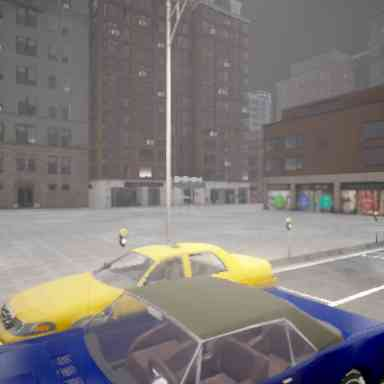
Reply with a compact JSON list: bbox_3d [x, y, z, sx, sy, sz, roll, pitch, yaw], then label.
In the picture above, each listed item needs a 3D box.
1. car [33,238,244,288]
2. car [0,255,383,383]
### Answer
[{"bbox_3d":[-0.598,1.525,5.762,4.829,1.417,1.752,0,0,-36],"label":"car"},{"bbox_3d":[-0.210,1.601,2.961,4.718,1.301,1.895,0,0,-34],"label":"car"}]
